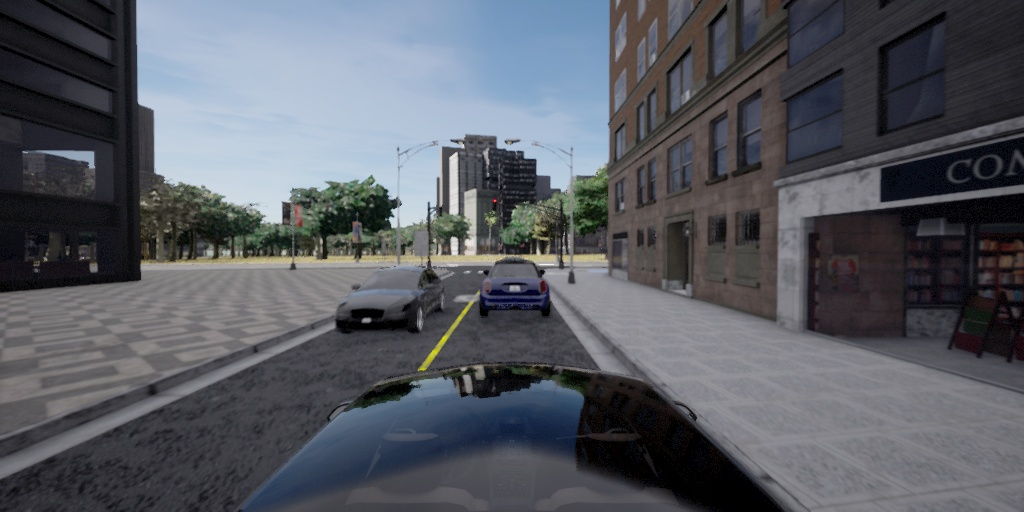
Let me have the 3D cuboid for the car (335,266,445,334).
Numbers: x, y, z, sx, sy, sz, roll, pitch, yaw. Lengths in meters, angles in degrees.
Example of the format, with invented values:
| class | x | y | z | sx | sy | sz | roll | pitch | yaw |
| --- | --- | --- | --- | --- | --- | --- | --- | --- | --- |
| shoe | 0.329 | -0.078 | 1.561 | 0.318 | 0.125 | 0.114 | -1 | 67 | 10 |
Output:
| class | x | y | z | sx | sy | sz | roll | pitch | yaw |
| --- | --- | --- | --- | --- | --- | --- | --- | --- | --- |
| car | -3.108 | 1.077 | 10.081 | 1.837 | 1.490 | 4.892 | 0 | 1 | 0 |

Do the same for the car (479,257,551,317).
| class | x | y | z | sx | sy | sz | roll | pitch | yaw |
| --- | --- | --- | --- | --- | --- | --- | --- | --- | --- |
| car | 0.082 | 0.879 | 12.198 | 2.097 | 1.767 | 4.553 | 0 | 1 | 0 |
